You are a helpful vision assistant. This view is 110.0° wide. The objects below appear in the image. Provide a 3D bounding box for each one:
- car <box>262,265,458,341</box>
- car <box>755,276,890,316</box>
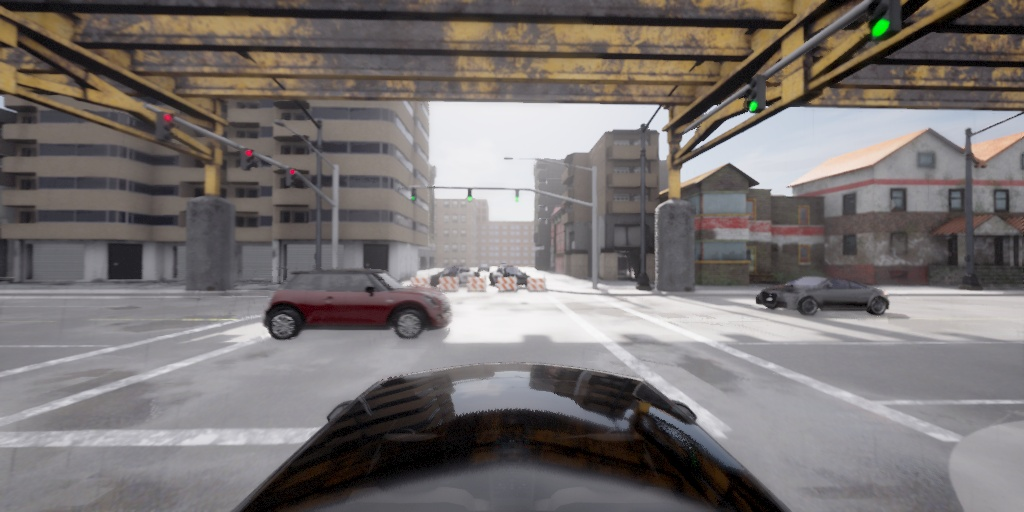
[{"bbox_3d":[-3.947,1.137,9.731,4.553,1.767,2.097,0,-1,-2],"label":"car"},{"bbox_3d":[12.033,1.505,14.056,4.181,1.385,1.994,0,-1,-2],"label":"car"}]
